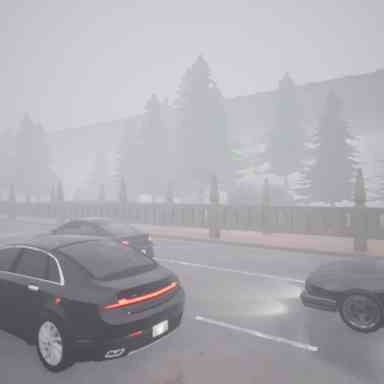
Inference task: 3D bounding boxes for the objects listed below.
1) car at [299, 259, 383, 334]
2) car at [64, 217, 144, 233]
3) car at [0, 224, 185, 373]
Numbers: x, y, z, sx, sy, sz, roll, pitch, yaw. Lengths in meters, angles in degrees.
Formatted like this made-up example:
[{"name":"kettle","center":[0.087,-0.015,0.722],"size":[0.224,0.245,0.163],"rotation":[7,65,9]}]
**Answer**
[{"name":"car","center":[4.541,1.548,5.053],"size":[5.357,1.411,2.033],"rotation":[0,0,35]},{"name":"car","center":[-3.274,1.525,10.614],"size":[4.674,1.442,1.812],"rotation":[0,0,35]},{"name":"car","center":[-2.380,1.504,5.684],"size":[4.892,1.490,1.837],"rotation":[0,0,35]}]
